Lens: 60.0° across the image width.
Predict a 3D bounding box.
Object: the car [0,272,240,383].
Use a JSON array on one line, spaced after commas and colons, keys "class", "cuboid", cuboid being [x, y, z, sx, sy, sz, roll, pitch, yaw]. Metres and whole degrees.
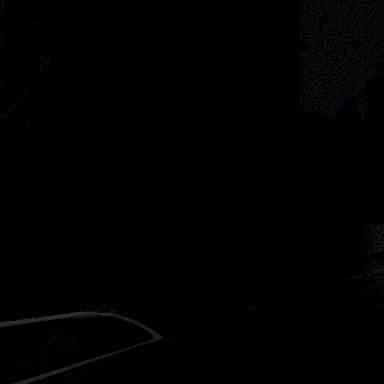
[{"class": "car", "cuboid": [-1.850, 1.486, 2.362, 4.902, 1.511, 2.128, 0, 0, -36]}]
